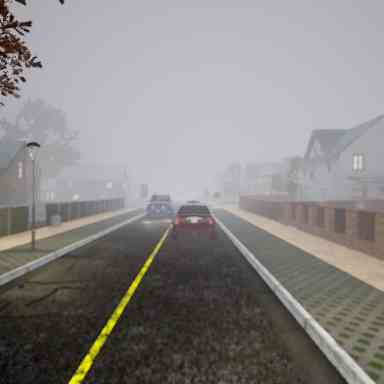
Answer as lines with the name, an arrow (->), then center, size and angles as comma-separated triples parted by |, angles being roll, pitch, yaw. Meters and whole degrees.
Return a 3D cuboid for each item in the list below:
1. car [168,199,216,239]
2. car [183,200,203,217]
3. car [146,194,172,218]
car -> 0.096, 1.345, 17.317 | 2.097, 1.767, 4.553 | 0, 0, 0
car -> 0.094, 1.526, 32.473 | 1.837, 1.490, 4.892 | 0, 0, 0
car -> -2.841, 1.237, 30.645 | 2.150, 2.045, 5.566 | 0, 0, 0
